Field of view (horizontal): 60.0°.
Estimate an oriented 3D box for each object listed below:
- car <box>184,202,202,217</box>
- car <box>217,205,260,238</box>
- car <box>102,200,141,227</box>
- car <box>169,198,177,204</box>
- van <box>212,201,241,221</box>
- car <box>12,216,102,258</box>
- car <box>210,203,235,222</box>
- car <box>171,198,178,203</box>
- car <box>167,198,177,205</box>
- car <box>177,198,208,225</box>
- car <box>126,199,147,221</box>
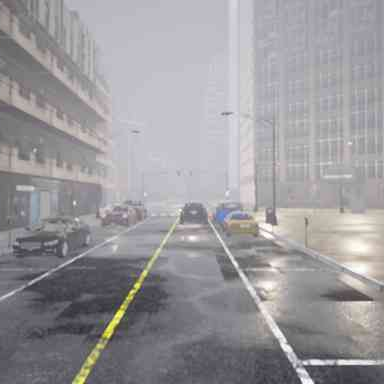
[{"bbox_3d":[0.110,1.825,35.365,1.812,1.442,4.674,0,-1,0],"label":"car"},{"bbox_3d":[2.628,1.678,18.725,1.752,1.417,4.829,0,0,0],"label":"car"},{"bbox_3d":[-5.235,1.637,24.109,1.967,1.590,4.097,0,0,0],"label":"car"},{"bbox_3d":[-5.030,2.296,89.748,1.967,1.590,4.097,0,-1,0],"label":"car"},{"bbox_3d":[2.646,1.539,24.090,1.690,1.788,3.998,0,0,0],"label":"van"},{"bbox_3d":[-5.270,1.654,13.037,2.008,1.369,4.403,0,0,0],"label":"car"},{"bbox_3d":[2.662,1.774,29.795,1.752,1.417,4.829,0,-1,0],"label":"car"},{"bbox_3d":[-5.013,2.486,95.299,1.947,1.339,4.313,0,-1,0],"label":"car"},{"bbox_3d":[-5.065,2.255,78.472,1.752,1.417,4.829,0,-1,0],"label":"car"},{"bbox_3d":[0.145,1.567,26.051,2.097,1.767,4.553,0,-1,0],"label":"car"},{"bbox_3d":[-5.217,1.561,29.646,2.192,1.841,5.009,0,0,0],"label":"car"}]
